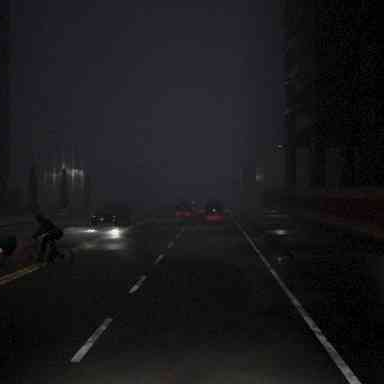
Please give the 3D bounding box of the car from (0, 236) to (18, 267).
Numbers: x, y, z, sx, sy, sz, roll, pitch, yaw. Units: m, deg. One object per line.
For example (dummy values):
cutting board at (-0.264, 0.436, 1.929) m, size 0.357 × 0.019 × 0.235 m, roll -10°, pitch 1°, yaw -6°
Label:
car at (-6.648, 1.601, 8.451) m, size 1.895 × 1.301 × 4.718 m, roll 0°, pitch 0°, yaw 4°

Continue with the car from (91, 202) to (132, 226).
car at (-5.625, 1.504, 23.709) m, size 1.837 × 1.490 × 4.892 m, roll 0°, pitch 0°, yaw 4°

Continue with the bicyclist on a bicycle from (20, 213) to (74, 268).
bicyclist on a bicycle at (-4.294, 1.455, 9.783) m, size 1.656 × 1.620 × 0.582 m, roll -2°, pitch 0°, yaw 4°

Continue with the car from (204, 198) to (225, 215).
car at (2.294, 1.505, 34.425) m, size 1.837 × 1.490 × 4.892 m, roll 0°, pitch 0°, yaw 4°

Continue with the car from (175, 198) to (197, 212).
car at (-0.885, 1.491, 39.359) m, size 2.128 × 1.511 × 4.902 m, roll 0°, pitch 0°, yaw 4°

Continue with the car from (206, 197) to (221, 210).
car at (2.916, 1.478, 43.864) m, size 1.882 × 1.535 × 5.008 m, roll 0°, pitch 0°, yaw 6°
